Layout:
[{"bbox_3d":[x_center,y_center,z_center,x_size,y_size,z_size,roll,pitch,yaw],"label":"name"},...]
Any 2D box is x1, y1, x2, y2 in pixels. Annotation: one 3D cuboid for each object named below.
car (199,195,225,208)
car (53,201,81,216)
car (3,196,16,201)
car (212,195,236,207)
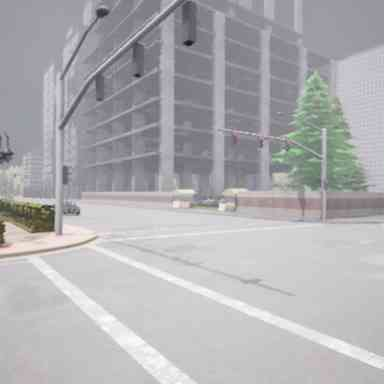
[{"bbox_3d":[2.716,1.418,51.765,1.905,1.878,3.866,1,0,-36],"label":"car"},{"bbox_3d":[-12.277,1.590,32.259,1.994,1.385,4.181,1,0,-36],"label":"car"},{"bbox_3d":[-34.815,1.523,63.379,1.837,1.490,4.892,1,0,-36],"label":"car"},{"bbox_3d":[5.108,1.446,53.476,1.905,1.878,3.866,1,0,-36],"label":"car"}]
